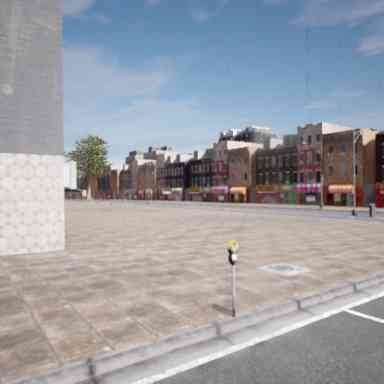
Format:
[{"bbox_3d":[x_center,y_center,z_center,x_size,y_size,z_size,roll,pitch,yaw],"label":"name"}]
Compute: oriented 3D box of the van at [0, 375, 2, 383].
[{"bbox_3d":[-2.678,1.344,0.916,3.998,1.788,1.690,0,0,-35],"label":"van"}]
